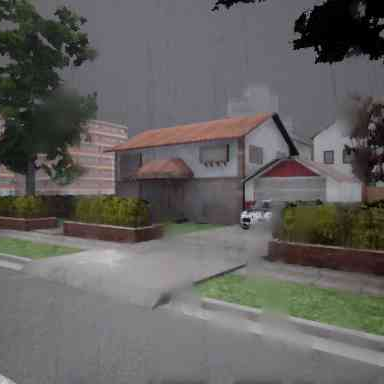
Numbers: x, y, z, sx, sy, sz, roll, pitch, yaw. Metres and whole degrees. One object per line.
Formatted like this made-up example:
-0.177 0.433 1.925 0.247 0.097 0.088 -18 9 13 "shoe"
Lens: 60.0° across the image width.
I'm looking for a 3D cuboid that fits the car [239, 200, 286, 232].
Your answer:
4.066 1.168 17.411 1.970 1.475 3.806 0 0 36 "car"
